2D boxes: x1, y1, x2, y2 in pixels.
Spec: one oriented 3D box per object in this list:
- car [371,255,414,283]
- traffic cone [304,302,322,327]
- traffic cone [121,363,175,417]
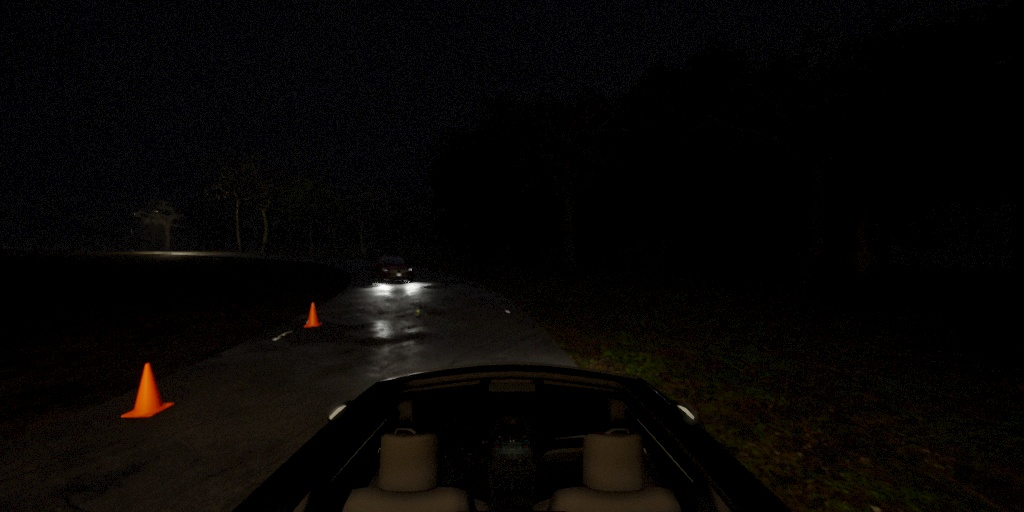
[{"bbox_3d":[-7.225,0.684,21.378,1.812,1.442,4.674,-1,2,-29],"label":"car"},{"bbox_3d":[-5.083,1.476,9.166,0.340,0.580,0.340,0,0,-10],"label":"traffic cone"},{"bbox_3d":[-4.482,1.614,4.426,0.340,0.580,0.340,0,0,-5],"label":"traffic cone"}]
